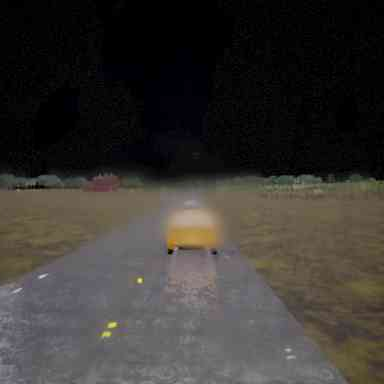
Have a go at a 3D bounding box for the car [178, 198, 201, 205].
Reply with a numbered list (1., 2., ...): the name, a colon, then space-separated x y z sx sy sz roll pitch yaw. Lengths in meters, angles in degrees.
1. car: 0.032 1.533 29.187 1.882 1.535 5.008 0 1 1

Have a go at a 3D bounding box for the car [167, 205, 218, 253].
1. car: 0.032 1.567 14.220 1.882 1.535 5.008 0 0 1

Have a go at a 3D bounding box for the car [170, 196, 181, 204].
1. car: -2.807 1.405 58.976 2.128 1.511 4.902 0 0 0
